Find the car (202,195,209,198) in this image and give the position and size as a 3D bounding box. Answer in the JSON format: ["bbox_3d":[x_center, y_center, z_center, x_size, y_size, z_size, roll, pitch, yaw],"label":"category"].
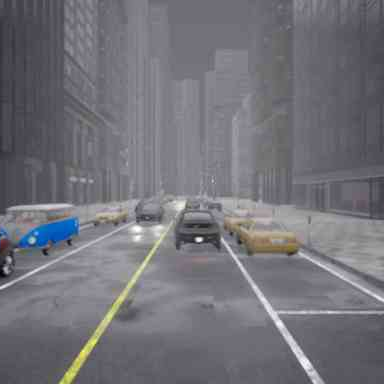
[{"bbox_3d":[2.735,1.609,52.195,1.967,1.590,4.097,0,0,0],"label":"car"}]

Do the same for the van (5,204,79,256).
[{"bbox_3d":[-5.769,1.375,12.920,1.690,1.788,3.998,0,0,0],"label":"van"}]

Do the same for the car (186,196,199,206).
[{"bbox_3d":[0.071,1.549,59.626,2.097,1.767,4.553,0,0,0],"label":"car"}]

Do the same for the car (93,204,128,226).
[{"bbox_3d":[-5.775,1.593,23.968,1.752,1.417,4.829,0,0,0],"label":"car"}]

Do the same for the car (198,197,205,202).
[{"bbox_3d":[2.713,1.920,91.456,1.802,1.307,4.206,0,0,0],"label":"car"}]

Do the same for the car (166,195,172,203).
[{"bbox_3d":[-5.799,1.784,69.013,2.008,1.369,4.403,0,0,0],"label":"car"}]

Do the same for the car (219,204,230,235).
[{"bbox_3d":[2.753,1.576,18.711,1.752,1.417,4.829,0,0,0],"label":"car"}]

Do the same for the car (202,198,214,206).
[{"bbox_3d":[2.732,1.771,57.803,1.802,1.307,4.206,0,0,0],"label":"car"}]

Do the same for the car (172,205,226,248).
[{"bbox_3d":[0.177,1.544,14.887,1.837,1.490,4.892,0,0,-2],"label":"car"}]

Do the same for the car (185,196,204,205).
[{"bbox_3d":[0.078,1.626,42.638,2.128,1.511,4.902,0,0,0],"label":"car"}]

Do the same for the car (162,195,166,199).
[{"bbox_3d":[-5.790,1.483,52.186,2.192,1.841,5.009,0,0,0],"label":"car"}]

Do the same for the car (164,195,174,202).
[{"bbox_3d":[-5.809,1.625,85.842,2.192,1.841,5.009,0,0,0],"label":"car"}]

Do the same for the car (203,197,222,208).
[{"bbox_3d":[2.741,1.679,40.976,2.008,1.369,4.403,0,0,0],"label":"car"}]

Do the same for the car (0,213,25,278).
[{"bbox_3d":[-5.766,1.459,7.311,1.967,1.590,4.097,0,0,0],"label":"car"}]

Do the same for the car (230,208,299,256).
[{"bbox_3d":[2.756,1.560,13.102,1.752,1.417,4.829,0,0,0],"label":"car"}]

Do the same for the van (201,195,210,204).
[{"bbox_3d":[2.725,1.575,69.023,1.690,1.788,3.998,0,0,0],"label":"van"}]

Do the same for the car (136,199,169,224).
[{"bbox_3d":[-3.111,1.551,25.717,1.882,1.535,5.008,0,0,0],"label":"car"}]

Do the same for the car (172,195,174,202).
[{"bbox_3d":[-5.806,1.598,80.233,2.192,1.841,5.009,0,0,0],"label":"car"}]

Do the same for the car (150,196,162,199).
[{"bbox_3d":[-5.787,1.588,46.576,1.967,1.590,4.097,0,0,0],"label":"car"}]

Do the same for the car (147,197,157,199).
[{"bbox_3d":[-5.784,1.694,40.966,1.947,1.339,4.313,0,0,0],"label":"car"}]

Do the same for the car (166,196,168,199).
[{"bbox_3d":[-5.793,1.740,57.795,2.008,1.369,4.403,0,0,0],"label":"car"}]

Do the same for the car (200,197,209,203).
[{"bbox_3d":[2.723,1.803,74.630,1.887,1.381,4.507,0,0,0],"label":"car"}]
